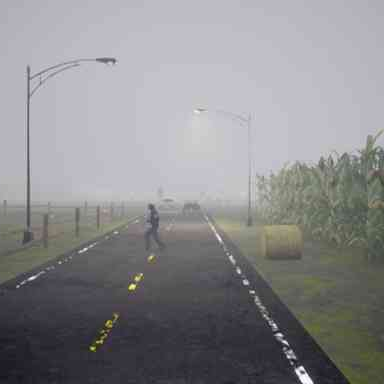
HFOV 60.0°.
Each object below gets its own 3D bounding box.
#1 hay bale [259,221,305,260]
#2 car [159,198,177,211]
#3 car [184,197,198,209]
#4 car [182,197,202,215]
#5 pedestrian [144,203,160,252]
[{"bbox_3d":[3.083,1.654,11.545,1.220,1.180,1.240,0,0,0],"label":"hay bale"},{"bbox_3d":[-2.989,1.523,41.388,1.812,1.442,4.674,0,0,0],"label":"car"},{"bbox_3d":[-0.094,1.475,45.991,1.882,1.535,5.008,0,0,0],"label":"car"},{"bbox_3d":[-0.035,1.488,34.541,2.128,1.511,4.902,0,0,0],"label":"car"},{"bbox_3d":[-1.486,1.294,12.403,0.375,1.860,0.375,0,0,-3],"label":"pedestrian"}]
